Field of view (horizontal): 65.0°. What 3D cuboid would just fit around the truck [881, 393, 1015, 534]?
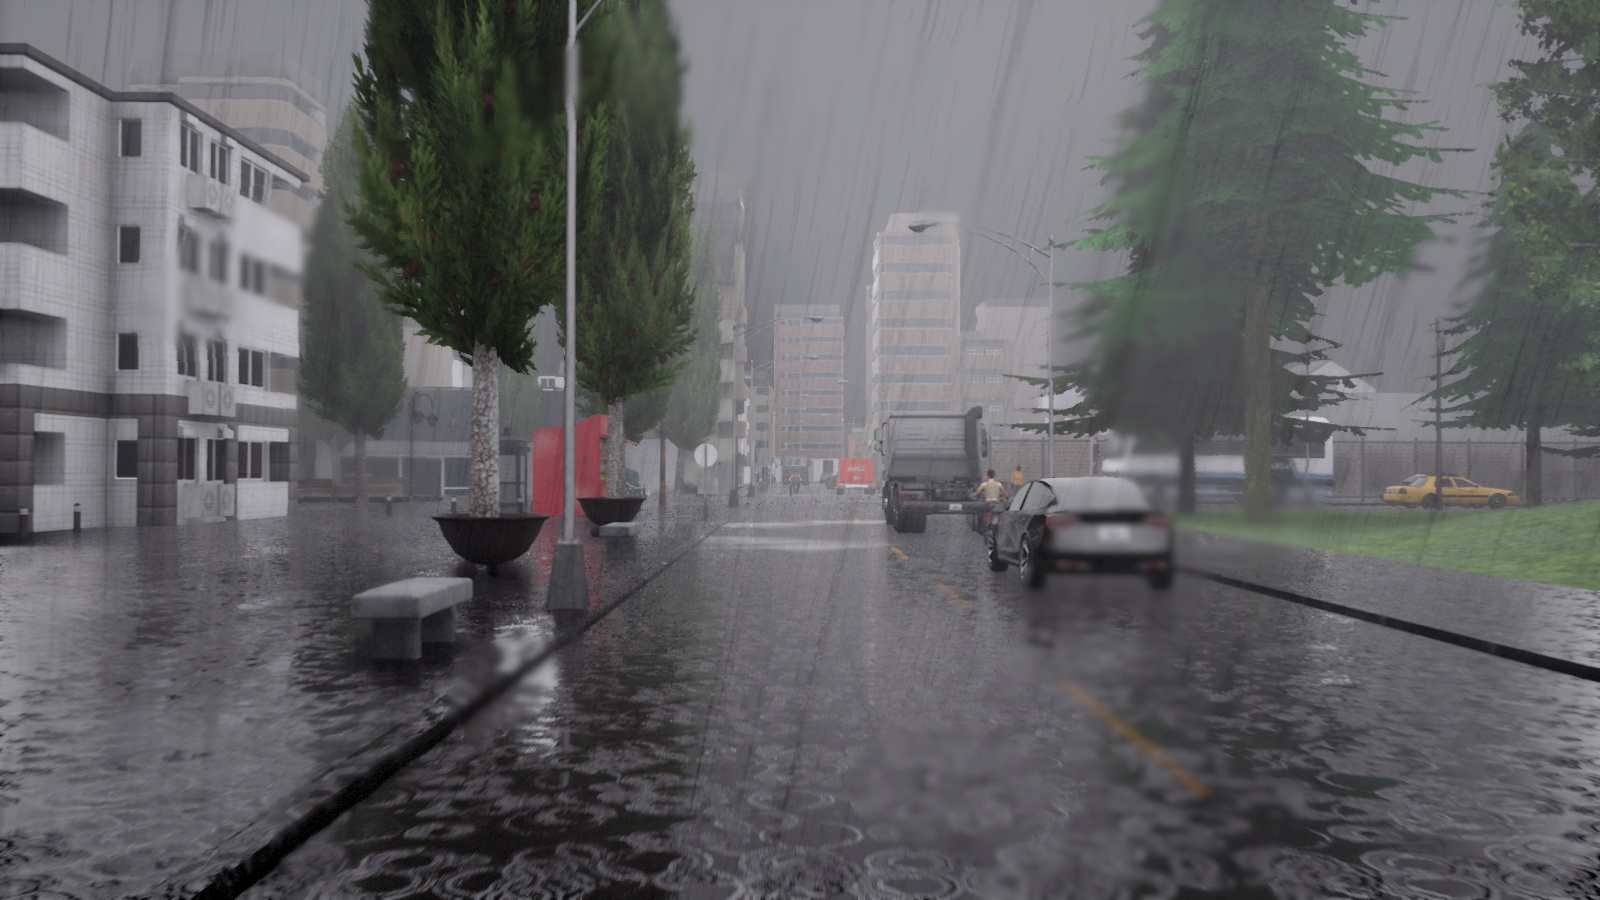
[{"bbox_3d":[3.879,0.399,34.760,2.891,3.462,7.936,0,-1,1],"label":"truck"}]

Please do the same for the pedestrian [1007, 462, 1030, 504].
[{"bbox_3d":[9.748,1.462,56.045,0.874,1.855,0.900,0,-1,0],"label":"pedestrian"}]

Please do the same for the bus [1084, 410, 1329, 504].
[{"bbox_3d":[18.949,0.352,59.117,10.273,4.253,3.944,0,-1,-1],"label":"bus"}]

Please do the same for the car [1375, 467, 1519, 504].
[{"bbox_3d":[28.355,1.563,55.117,5.366,1.575,1.801,0,-1,0],"label":"car"}]

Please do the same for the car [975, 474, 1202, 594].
[{"bbox_3d":[3.958,1.103,18.161,2.163,1.488,4.792,0,-1,0],"label":"car"}]

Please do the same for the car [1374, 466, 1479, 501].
[{"bbox_3d":[29.461,1.585,59.123,3.988,1.617,1.851,0,-1,0],"label":"car"}]

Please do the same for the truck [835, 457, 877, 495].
[{"bbox_3d":[3.711,1.726,84.431,2.627,2.467,5.204,0,-1,0],"label":"truck"}]

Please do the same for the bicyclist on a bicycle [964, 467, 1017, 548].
[{"bbox_3d":[3.939,1.172,26.065,0.866,1.612,1.509,0,-1,0],"label":"bicyclist on a bicycle"}]
